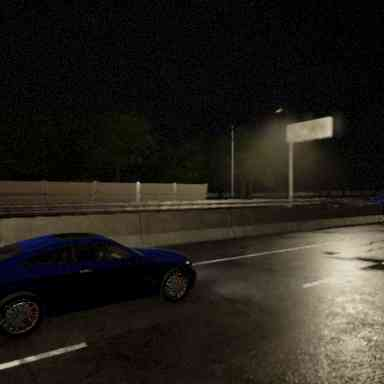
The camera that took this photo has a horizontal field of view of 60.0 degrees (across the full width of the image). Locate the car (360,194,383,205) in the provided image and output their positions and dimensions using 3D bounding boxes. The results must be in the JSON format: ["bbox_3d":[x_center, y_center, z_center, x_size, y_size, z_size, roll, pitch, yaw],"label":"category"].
[{"bbox_3d":[21.250,1.264,36.534,5.566,2.045,2.150,0,0,-36],"label":"car"}]

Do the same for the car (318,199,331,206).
[{"bbox_3d":[18.061,1.609,42.861,4.181,1.385,1.994,0,0,-36],"label":"car"}]

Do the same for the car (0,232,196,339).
[{"bbox_3d":[-2.090,1.528,6.557,4.674,1.442,1.812,0,0,-36],"label":"car"}]

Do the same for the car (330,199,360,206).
[{"bbox_3d":[19.070,1.590,39.278,5.357,1.411,2.033,0,0,-36],"label":"car"}]
